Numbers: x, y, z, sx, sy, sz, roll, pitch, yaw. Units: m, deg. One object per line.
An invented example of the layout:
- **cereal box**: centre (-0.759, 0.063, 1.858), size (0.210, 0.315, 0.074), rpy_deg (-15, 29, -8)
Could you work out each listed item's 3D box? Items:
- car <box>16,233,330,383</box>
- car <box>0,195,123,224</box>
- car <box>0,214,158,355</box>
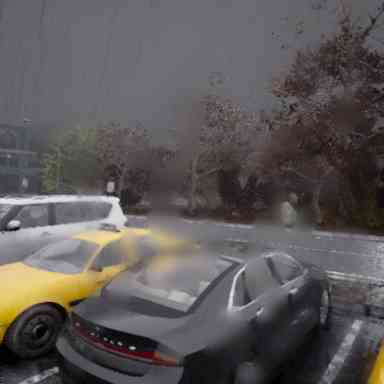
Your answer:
- **car**: centre (0.563, 1.449, 4.736), size (2.231, 1.521, 4.892), rpy_deg (1, 1, 35)
- **car**: centre (-3.969, 1.114, 7.937), size (2.435, 2.045, 5.566), rpy_deg (1, 1, 35)
- **car**: centre (-1.802, 1.404, 6.201), size (1.946, 1.575, 5.366), rpy_deg (1, 1, 35)
